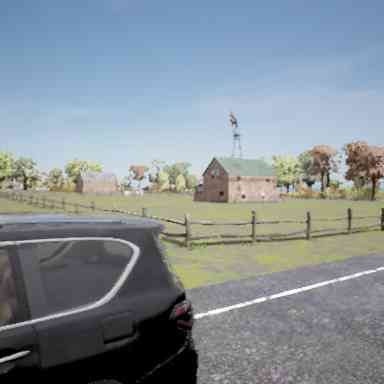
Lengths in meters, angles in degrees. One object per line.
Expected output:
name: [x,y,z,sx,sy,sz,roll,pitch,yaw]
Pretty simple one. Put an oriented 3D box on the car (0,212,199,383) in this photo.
car: [-2.538,1.213,2.182,5.566,2.045,2.150,1,0,-35]
